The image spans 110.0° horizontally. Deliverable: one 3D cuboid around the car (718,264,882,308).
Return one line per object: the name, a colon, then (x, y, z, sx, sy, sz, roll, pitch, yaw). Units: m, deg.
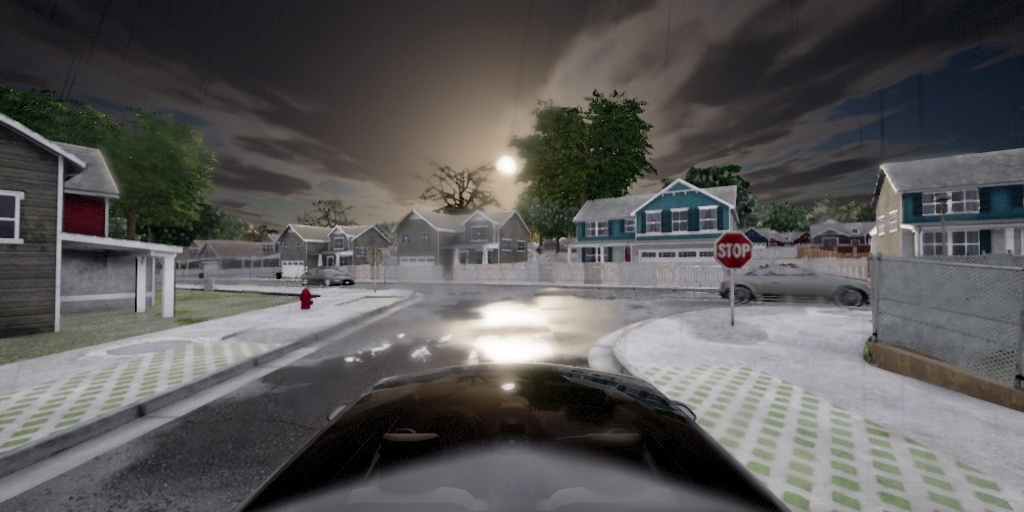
car: (9.187, 0.944, 11.803, 4.181, 1.385, 1.994, -2, -2, 35)

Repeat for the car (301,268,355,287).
car: (-13.850, 1.653, 26.945, 4.892, 1.490, 1.837, 0, -1, 31)
